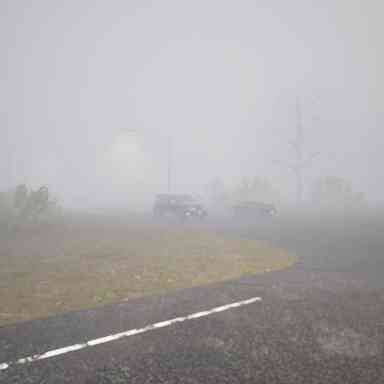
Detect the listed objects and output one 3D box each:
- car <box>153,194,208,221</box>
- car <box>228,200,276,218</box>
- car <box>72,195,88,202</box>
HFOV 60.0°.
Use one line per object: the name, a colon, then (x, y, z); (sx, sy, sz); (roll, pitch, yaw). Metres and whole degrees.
car: (-1.070, 1.152, 26.758); (2.150, 2.045, 5.566); (0, 0, -37)
car: (5.295, 1.453, 29.941); (1.837, 1.490, 4.892); (0, 0, -37)
car: (-22.565, 1.288, 66.817); (1.895, 1.301, 4.718); (0, 0, -37)
